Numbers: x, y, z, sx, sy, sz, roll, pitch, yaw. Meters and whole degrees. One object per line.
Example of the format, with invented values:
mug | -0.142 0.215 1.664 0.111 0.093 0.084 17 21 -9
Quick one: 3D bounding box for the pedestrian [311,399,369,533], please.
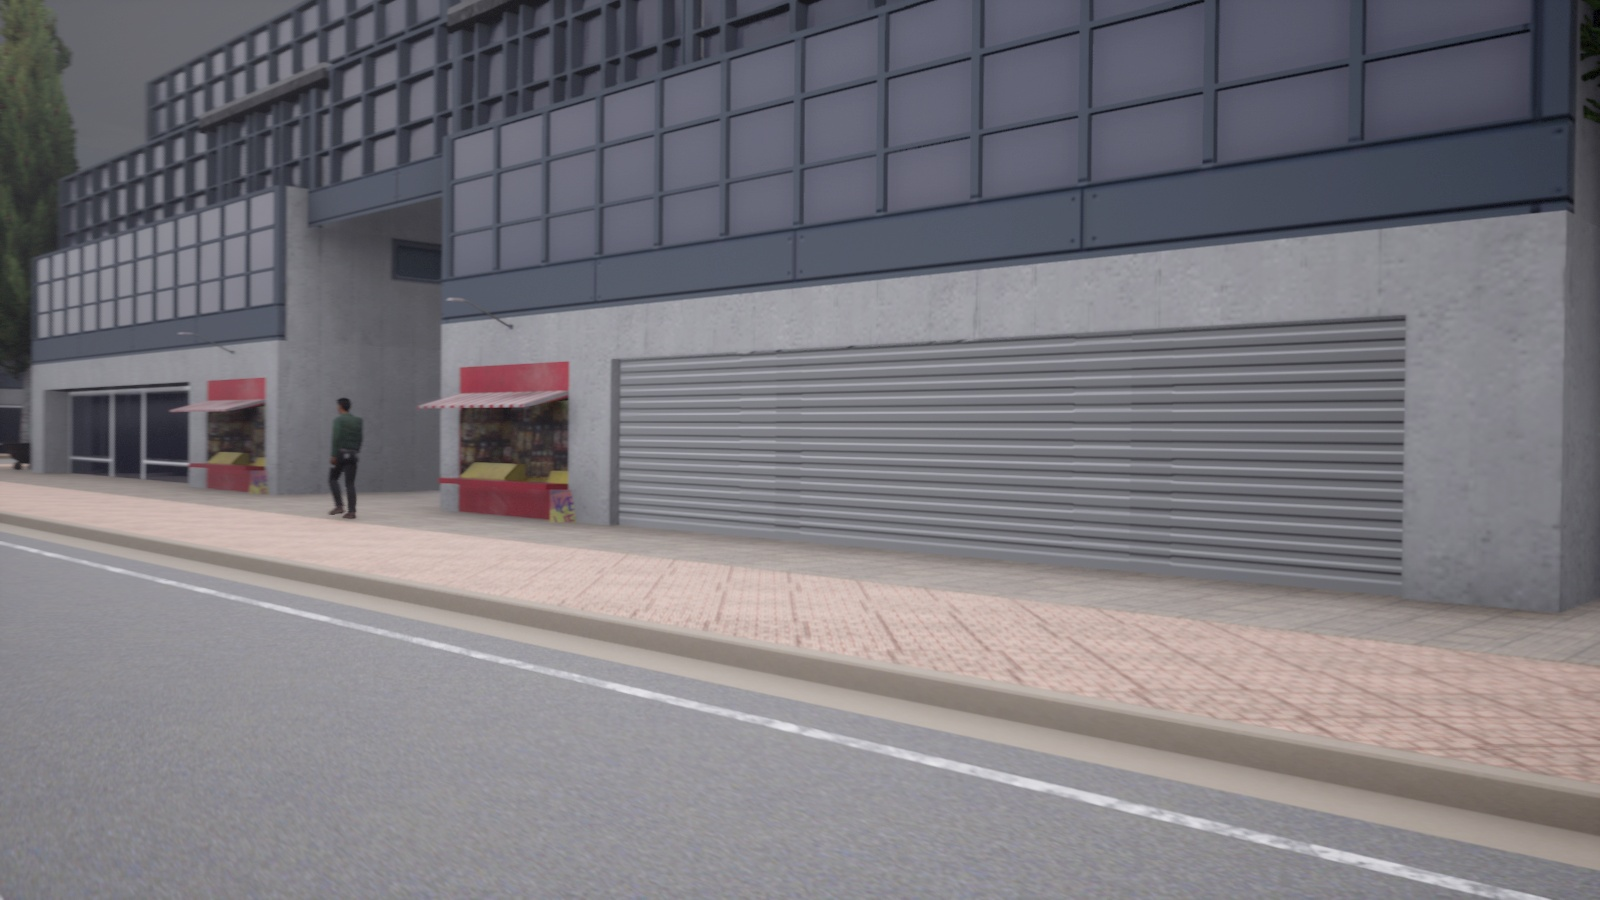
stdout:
pedestrian | -6.811 0.230 18.596 0.788 1.949 0.423 0 1 37
